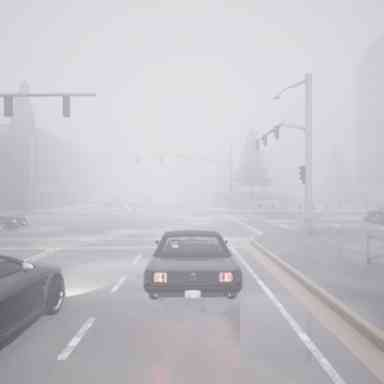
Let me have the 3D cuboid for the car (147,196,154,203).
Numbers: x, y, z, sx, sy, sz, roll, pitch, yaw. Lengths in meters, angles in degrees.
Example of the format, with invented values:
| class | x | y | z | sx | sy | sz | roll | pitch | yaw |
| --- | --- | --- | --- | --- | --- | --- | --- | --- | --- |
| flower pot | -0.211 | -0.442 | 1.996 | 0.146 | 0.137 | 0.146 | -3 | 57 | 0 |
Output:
| class | x | y | z | sx | sy | sz | roll | pitch | yaw |
| --- | --- | --- | --- | --- | --- | --- | --- | --- | --- |
| car | -8.802 | 1.575 | 67.528 | 2.033 | 1.411 | 5.357 | 0 | 0 | -1 |

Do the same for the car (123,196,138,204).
| class | x | y | z | sx | sy | sz | roll | pitch | yaw |
| --- | --- | --- | --- | --- | --- | --- | --- | --- | --- |
| car | -12.296 | 1.527 | 67.044 | 2.128 | 1.511 | 4.902 | 0 | 0 | -1 |

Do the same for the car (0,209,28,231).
| class | x | y | z | sx | sy | sz | roll | pitch | yaw |
| --- | --- | --- | --- | --- | --- | --- | --- | --- | --- |
| car | -12.624 | 1.595 | 20.182 | 4.892 | 1.490 | 1.837 | 1 | 0 | -3 |

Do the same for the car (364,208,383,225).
| class | x | y | z | sx | sy | sz | roll | pitch | yaw |
| --- | --- | --- | --- | --- | --- | --- | --- | --- | --- |
| car | 14.275 | 1.563 | 21.860 | 5.357 | 1.411 | 2.033 | 0 | 0 | -1 |

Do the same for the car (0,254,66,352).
| class | x | y | z | sx | sy | sz | roll | pitch | yaw |
| --- | --- | --- | --- | --- | --- | --- | --- | --- | --- |
| car | -3.471 | 1.566 | 4.903 | 1.994 | 1.385 | 4.181 | 0 | 0 | 0 |

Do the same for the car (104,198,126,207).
| class | x | y | z | sx | sy | sz | roll | pitch | yaw |
| --- | --- | --- | --- | --- | --- | --- | --- | --- | --- |
| car | -11.929 | 1.569 | 50.384 | 2.033 | 1.411 | 5.357 | 0 | 0 | -1 |

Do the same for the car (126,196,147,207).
| class | x | y | z | sx | sy | sz | roll | pitch | yaw |
| --- | --- | --- | --- | --- | --- | --- | --- | --- | --- |
| car | -8.438 | 1.547 | 50.812 | 1.812 | 1.442 | 4.674 | 0 | 0 | -1 |

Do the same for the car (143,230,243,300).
| class | x | y | z | sx | sy | sz | roll | pitch | yaw |
| --- | --- | --- | --- | --- | --- | --- | --- | --- | --- |
| car | -0.005 | 1.604 | 8.380 | 1.895 | 1.301 | 4.718 | 0 | 0 | -1 |
